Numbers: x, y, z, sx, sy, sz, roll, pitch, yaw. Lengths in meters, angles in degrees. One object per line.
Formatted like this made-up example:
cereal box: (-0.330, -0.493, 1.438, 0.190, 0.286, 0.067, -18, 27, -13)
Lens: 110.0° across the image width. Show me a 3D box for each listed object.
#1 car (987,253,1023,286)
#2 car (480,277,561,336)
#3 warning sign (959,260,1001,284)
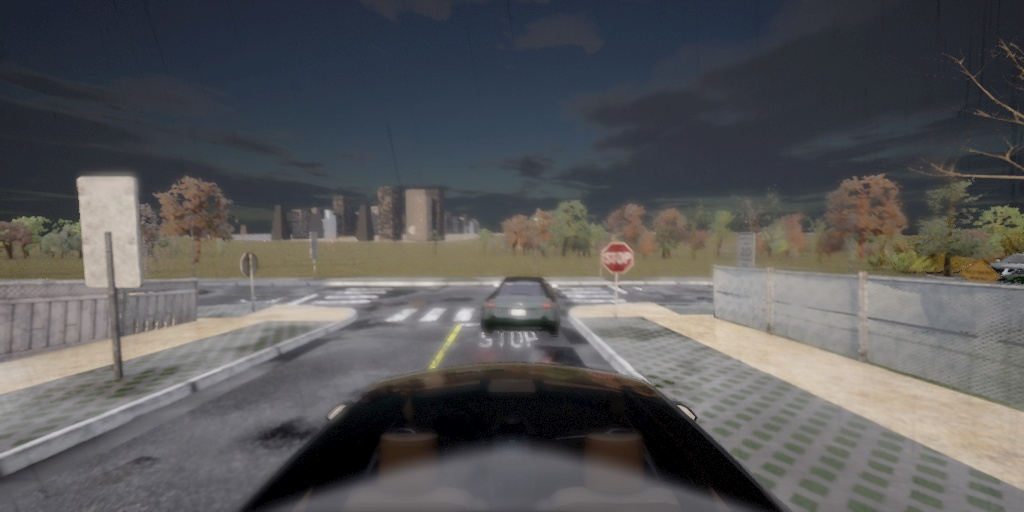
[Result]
car: (31.048, 0.856, 21.231, 5.566, 2.045, 2.150, 0, 4, -3)
car: (0.380, 1.282, 10.336, 1.994, 1.385, 4.181, 0, 0, 7)
warning sign: (19.915, 1.082, 15.343, 1.060, 1.860, 1.300, 0, 0, -3)
